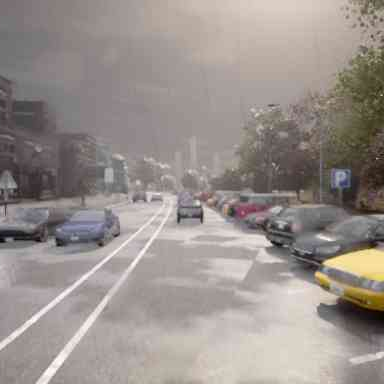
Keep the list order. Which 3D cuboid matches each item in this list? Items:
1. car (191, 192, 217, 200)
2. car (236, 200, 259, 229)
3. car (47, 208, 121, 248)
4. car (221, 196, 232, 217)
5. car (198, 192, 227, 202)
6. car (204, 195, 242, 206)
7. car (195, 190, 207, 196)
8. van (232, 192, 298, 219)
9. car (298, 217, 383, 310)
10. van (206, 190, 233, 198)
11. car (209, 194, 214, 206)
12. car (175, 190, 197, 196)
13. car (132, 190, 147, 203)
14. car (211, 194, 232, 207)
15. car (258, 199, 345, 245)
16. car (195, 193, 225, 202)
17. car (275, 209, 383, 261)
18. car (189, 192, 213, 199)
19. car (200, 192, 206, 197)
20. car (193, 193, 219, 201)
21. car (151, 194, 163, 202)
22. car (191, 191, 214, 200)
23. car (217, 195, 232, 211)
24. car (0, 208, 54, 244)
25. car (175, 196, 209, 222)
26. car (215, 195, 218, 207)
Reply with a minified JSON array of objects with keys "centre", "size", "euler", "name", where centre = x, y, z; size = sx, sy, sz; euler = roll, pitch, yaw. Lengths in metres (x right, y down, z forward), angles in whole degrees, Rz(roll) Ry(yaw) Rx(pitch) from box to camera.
[{"centre":[2.590,0.868,69.255],"size":[5.008,1.535,2.097],"euler":[1,0,-25],"name":"car"},{"centre":[5.188,1.398,18.865],"size":[4.674,1.452,2.002],"euler":[1,1,-21],"name":"car"},{"centre":[-4.325,1.435,14.516],"size":[1.812,1.442,4.674],"euler":[0,0,-1],"name":"car"},{"centre":[5.055,1.304,24.808],"size":[5.008,1.535,2.097],"euler":[1,0,-22],"name":"car"},{"centre":[3.486,0.843,57.396],"size":[4.553,1.767,2.185],"euler":[0,0,-24],"name":"car"},{"centre":[4.245,1.124,45.545],"size":[4.674,1.452,2.002],"euler":[0,1,-23],"name":"car"},{"centre":[3.932,0.773,51.489],"size":[5.566,2.045,2.435],"euler":[1,0,-24],"name":"car"},{"centre":[5.240,1.107,21.882],"size":[4.442,1.987,1.878],"euler":[1,0,-21],"name":"van"},{"centre":[5.126,1.442,6.914],"size":[5.366,1.575,1.946],"euler":[1,1,-20],"name":"car"},{"centre":[4.433,0.920,39.560],"size":[4.442,1.987,1.878],"euler":[1,1,-23],"name":"van"},{"centre":[4.662,1.219,36.644],"size":[4.674,1.452,2.002],"euler":[0,0,-23],"name":"car"},{"centre":[-0.852,0.983,42.590],"size":[2.097,1.767,4.553],"euler":[0,1,-3],"name":"car"},{"centre":[-8.795,0.726,56.568],"size":[2.150,2.045,5.566],"euler":[0,1,-3],"name":"car"},{"centre":[4.759,1.252,33.692],"size":[4.674,1.452,2.002],"euler":[0,1,-22],"name":"car"},{"centre":[5.238,1.280,12.914],"size":[4.553,1.767,2.185],"euler":[1,0,-21],"name":"car"},{"centre":[3.313,0.944,60.366],"size":[4.892,1.521,2.231],"euler":[1,1,-24],"name":"car"},{"centre":[5.295,1.429,9.952],"size":[4.892,1.521,2.231],"euler":[1,1,-20],"name":"car"},{"centre":[2.075,0.824,75.170],"size":[5.008,1.535,2.097],"euler":[1,1,-26],"name":"car"},{"centre":[4.225,1.110,42.504],"size":[5.366,1.575,1.946],"euler":[1,1,-23],"name":"car"},{"centre":[2.816,0.922,66.280],"size":[4.792,1.488,2.163],"euler":[1,1,-25],"name":"car"},{"centre":[-6.063,1.054,57.749],"size":[1.994,1.385,4.181],"euler":[0,1,-3],"name":"car"},{"centre":[2.307,0.720,72.205],"size":[4.553,1.767,2.185],"euler":[1,0,-25],"name":"car"},{"centre":[5.154,1.274,27.846],"size":[5.366,1.575,1.946],"euler":[1,0,-22],"name":"car"},{"centre":[-7.131,1.449,15.585],"size":[2.033,1.411,5.357],"euler":[0,0,-1],"name":"car"},{"centre":[-0.163,1.315,24.349],"size":[2.128,1.511,4.902],"euler":[0,1,-1],"name":"car"},{"centre":[4.877,1.284,30.746],"size":[4.674,1.452,2.002],"euler":[1,0,-22],"name":"car"}]
